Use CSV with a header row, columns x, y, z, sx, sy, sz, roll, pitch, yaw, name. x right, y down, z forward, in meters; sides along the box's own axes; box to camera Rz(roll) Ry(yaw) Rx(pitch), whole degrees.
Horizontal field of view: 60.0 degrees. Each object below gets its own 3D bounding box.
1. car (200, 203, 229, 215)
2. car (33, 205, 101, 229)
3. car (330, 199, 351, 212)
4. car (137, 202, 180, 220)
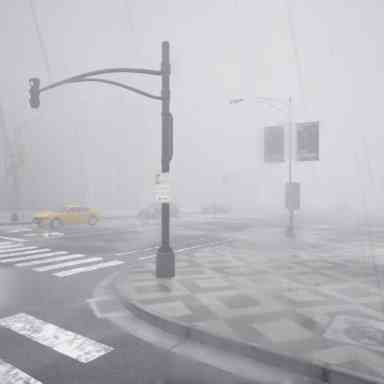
x,y,z,sx,sy,sz,roll,pitch,yaw,name
2.756,2.090,40.568,1.994,1.385,4.181,0,-1,36,car
-8.924,1.710,24.080,1.882,1.535,5.008,0,-1,34,car
24.501,2.383,54.136,2.128,1.511,4.902,0,-1,35,car
-3.185,1.727,32.178,2.097,1.767,4.553,0,-1,35,car
